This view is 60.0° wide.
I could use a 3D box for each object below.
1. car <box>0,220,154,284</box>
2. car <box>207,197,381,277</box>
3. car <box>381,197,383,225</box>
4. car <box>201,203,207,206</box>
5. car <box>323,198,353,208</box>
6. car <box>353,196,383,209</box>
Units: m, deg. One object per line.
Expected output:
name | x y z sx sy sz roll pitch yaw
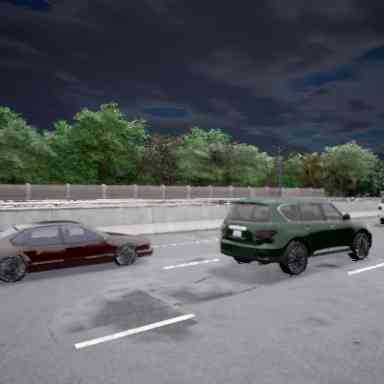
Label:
car | -3.817 1.538 9.623 5.357 1.411 2.033 0 0 -36
car | 3.396 1.201 10.471 5.566 2.045 2.150 0 0 -36
car | 15.095 1.250 23.118 5.566 2.045 2.150 0 0 -36
car | 1.573 1.552 26.614 4.181 1.385 1.994 0 0 -35
car | 21.875 1.646 49.623 4.892 1.490 1.837 1 -1 -35
car | 25.458 1.500 47.859 4.553 1.767 2.097 0 0 -35
